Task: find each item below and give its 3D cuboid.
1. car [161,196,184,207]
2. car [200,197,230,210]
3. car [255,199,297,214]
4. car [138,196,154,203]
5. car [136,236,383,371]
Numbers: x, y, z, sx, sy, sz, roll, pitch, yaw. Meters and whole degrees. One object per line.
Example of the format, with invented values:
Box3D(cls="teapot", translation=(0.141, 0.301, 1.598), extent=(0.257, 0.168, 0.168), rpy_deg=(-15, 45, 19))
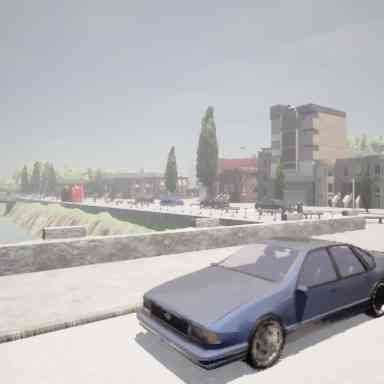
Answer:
Box3D(cls="car", translation=(-3.110, 1.478, 52.533), extent=(1.882, 1.535, 5.008), rpy_deg=(0, 0, -35))
Box3D(cls="car", translation=(2.966, 1.505, 44.015), extent=(1.837, 1.490, 4.892), rpy_deg=(0, 0, -36))
Box3D(cls="car", translation=(8.905, 1.505, 35.724), extent=(1.837, 1.490, 4.892), rpy_deg=(0, 0, -36))
Box3D(cls="car", translation=(-9.778, 1.546, 68.993), extent=(2.033, 1.411, 5.357), rpy_deg=(0, 0, -36))
Box3D(cls="car", translation=(1.780, 1.547, 5.888), extent=(5.357, 1.411, 2.033), rpy_deg=(0, 0, -36))
